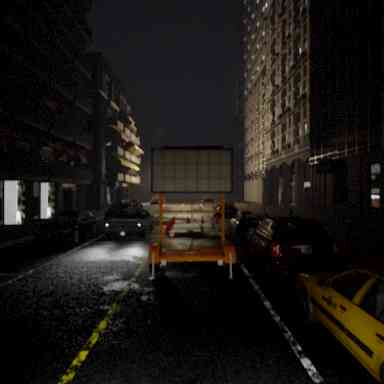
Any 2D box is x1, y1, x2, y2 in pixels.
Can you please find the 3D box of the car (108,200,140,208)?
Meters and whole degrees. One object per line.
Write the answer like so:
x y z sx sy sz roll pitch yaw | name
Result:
-5.690 1.509 26.675 1.947 1.339 4.313 0 0 0 | car

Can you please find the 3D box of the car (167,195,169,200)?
-5.688 1.469 60.567 1.802 1.307 4.206 0 0 0 | car

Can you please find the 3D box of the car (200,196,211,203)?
2.693 1.429 66.215 2.008 1.369 4.403 0 0 0 | car

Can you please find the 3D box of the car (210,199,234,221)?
2.691 1.509 26.675 1.947 1.339 4.313 0 0 0 | car

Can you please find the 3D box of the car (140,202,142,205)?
-5.689 1.458 32.155 1.752 1.417 4.829 0 0 0 | car

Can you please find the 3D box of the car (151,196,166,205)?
-5.688 1.335 54.918 1.967 1.590 4.097 0 0 0 | car

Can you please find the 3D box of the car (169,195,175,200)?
-5.687 1.402 88.810 2.008 1.369 4.403 0 0 0 | car

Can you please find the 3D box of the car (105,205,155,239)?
-3.099 1.562 17.118 1.895 1.301 4.718 0 0 0 | car

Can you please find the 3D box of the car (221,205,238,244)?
2.690 1.516 15.379 2.008 1.369 4.403 0 0 0 | car

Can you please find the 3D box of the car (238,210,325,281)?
2.691 1.418 9.729 1.967 1.590 4.097 0 0 0 | car

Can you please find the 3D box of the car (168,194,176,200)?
-5.686 1.396 94.458 2.008 1.369 4.403 0 0 0 | car

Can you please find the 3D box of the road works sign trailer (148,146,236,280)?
0.001 0.442 9.886 2.380 3.560 2.880 0 0 0 | road works sign trailer

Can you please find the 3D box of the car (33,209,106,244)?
-5.690 1.516 15.378 2.008 1.369 4.403 0 0 0 | car

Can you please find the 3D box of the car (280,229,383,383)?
2.690 1.515 4.251 1.752 1.417 4.829 0 0 0 | car

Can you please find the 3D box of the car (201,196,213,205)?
2.692 1.440 54.918 1.887 1.381 4.507 0 0 0 | car
